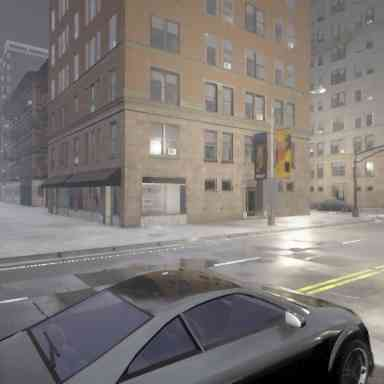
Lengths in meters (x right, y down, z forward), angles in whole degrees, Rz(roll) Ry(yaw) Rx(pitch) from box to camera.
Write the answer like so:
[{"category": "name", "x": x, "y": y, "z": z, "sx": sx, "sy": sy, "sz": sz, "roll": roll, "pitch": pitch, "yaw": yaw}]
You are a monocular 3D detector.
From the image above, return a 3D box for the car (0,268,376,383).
[{"category": "car", "x": 0.122, "y": 1.564, "z": 3.546, "sx": 4.181, "sy": 1.385, "sz": 1.994, "roll": 0, "pitch": 0, "yaw": -36}]

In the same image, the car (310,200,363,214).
[{"category": "car", "x": 15.525, "y": 1.538, "z": 36.108, "sx": 2.033, "sy": 1.411, "sz": 5.357, "roll": 0, "pitch": 0, "yaw": -36}]
